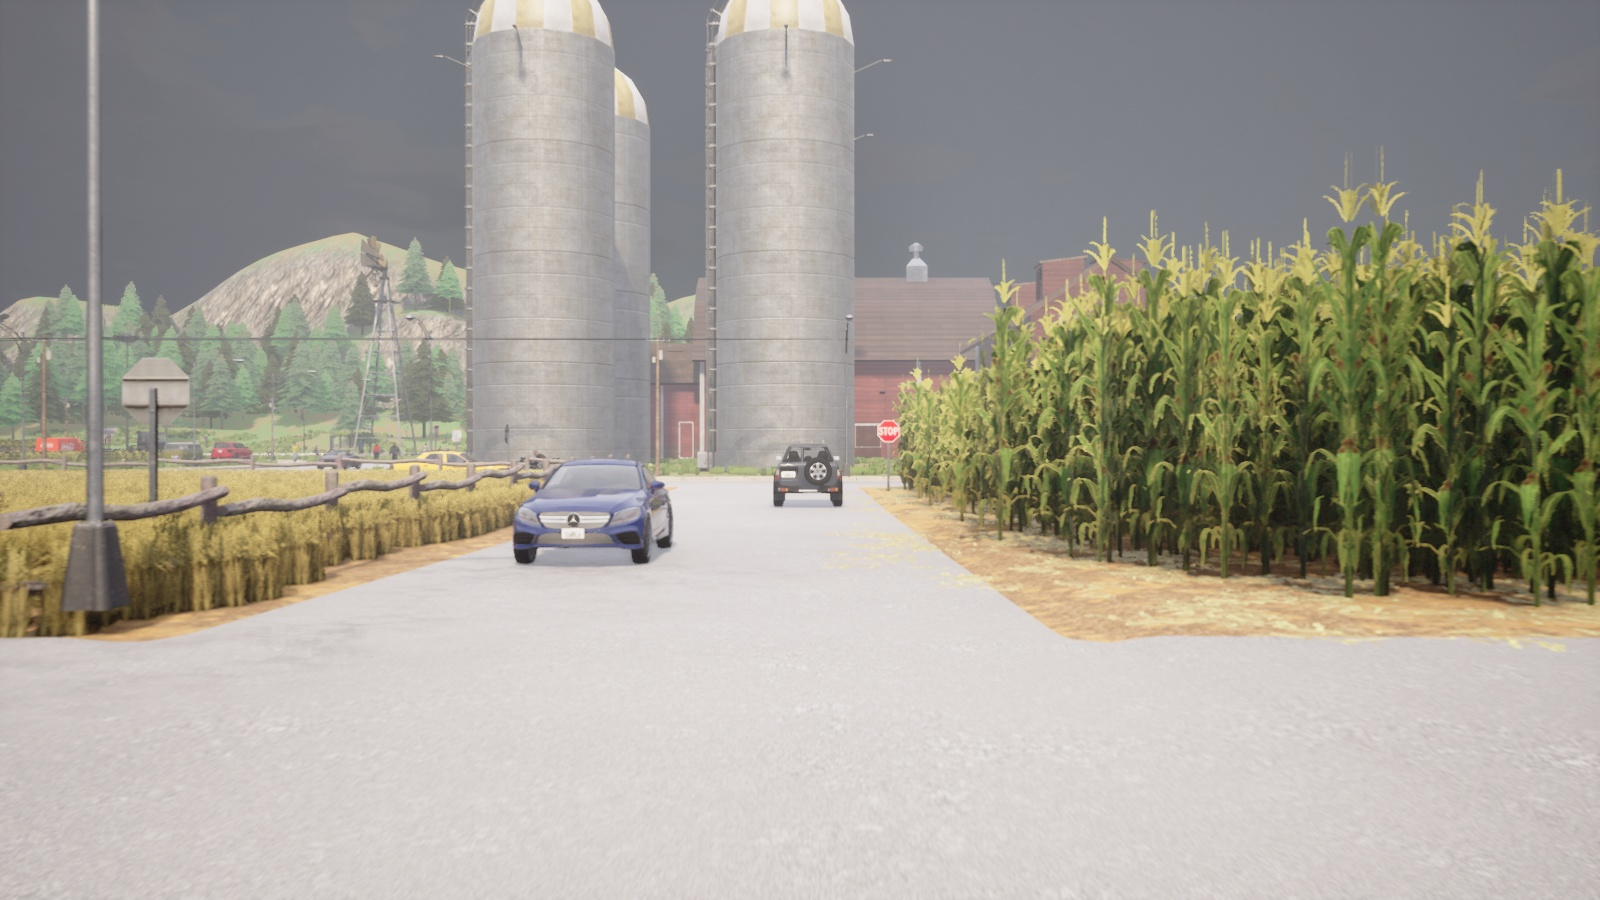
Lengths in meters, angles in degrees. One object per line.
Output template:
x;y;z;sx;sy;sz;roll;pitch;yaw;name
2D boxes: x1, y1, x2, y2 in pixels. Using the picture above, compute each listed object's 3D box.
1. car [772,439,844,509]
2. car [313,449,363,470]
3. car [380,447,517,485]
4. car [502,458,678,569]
0.221;0.639;35.869;1.932;1.855;4.605;0;0;0;car
-32.262;0.645;87.777;1.994;1.385;4.181;0;0;-1;car
-14.943;0.677;53.550;5.366;1.575;1.801;0;0;0;car
-2.978;0.845;18.782;1.812;1.442;4.674;0;0;0;car
